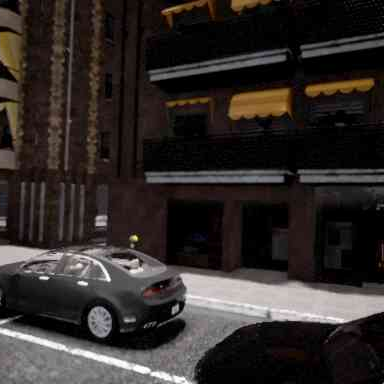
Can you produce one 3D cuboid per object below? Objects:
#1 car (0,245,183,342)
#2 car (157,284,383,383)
[{"bbox_3d":[-2.265,1.736,6.581,4.403,1.369,2.008,1,-2,25],"label":"car"},{"bbox_3d":[2.329,1.677,2.493,4.892,1.490,1.837,1,-2,25],"label":"car"}]
